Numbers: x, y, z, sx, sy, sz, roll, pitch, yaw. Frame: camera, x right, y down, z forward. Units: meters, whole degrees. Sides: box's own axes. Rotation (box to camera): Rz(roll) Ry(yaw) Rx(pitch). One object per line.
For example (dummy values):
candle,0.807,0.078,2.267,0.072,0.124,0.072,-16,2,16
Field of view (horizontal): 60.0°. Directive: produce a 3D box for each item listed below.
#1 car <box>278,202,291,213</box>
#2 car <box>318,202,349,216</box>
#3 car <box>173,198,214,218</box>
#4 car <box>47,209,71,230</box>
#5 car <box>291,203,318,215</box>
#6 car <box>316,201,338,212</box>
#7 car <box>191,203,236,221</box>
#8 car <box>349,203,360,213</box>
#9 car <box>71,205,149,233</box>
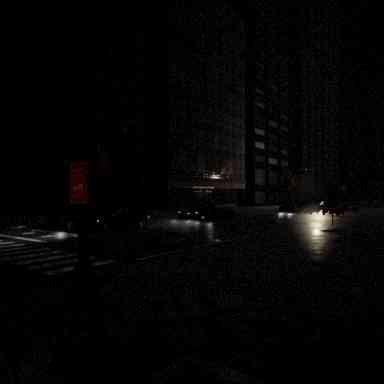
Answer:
car,14.117,2.207,47.577,2.033,1.411,5.357,0,-1,36
car,17.481,2.094,41.028,1.837,1.490,4.892,0,-1,36
car,0.372,1.641,34.301,2.150,2.045,5.566,0,-1,36
car,-7.614,1.713,23.298,1.882,1.535,5.008,0,-1,36
car,15.075,2.154,43.246,2.033,1.411,5.357,0,-1,36
car,20.895,2.233,51.348,2.128,1.511,4.902,0,-1,36
car,2.268,1.990,31.363,1.895,1.301,4.718,0,-1,36
car,23.526,2.276,49.439,2.033,1.411,5.357,0,-1,36
car,-4.874,1.717,21.545,2.128,1.511,4.902,0,-1,36
